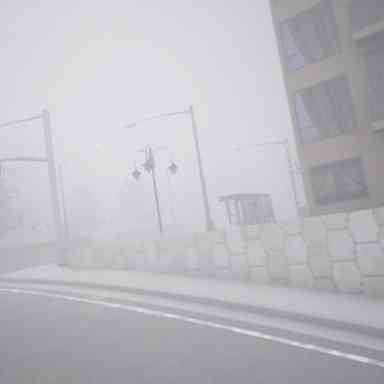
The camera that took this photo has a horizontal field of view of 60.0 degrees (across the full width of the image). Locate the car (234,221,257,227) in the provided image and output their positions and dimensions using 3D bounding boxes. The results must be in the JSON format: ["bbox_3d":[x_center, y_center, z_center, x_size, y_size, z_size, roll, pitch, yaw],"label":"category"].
[{"bbox_3d":[8.144,4.358,49.530,1.895,1.301,4.718,-13,-8,36],"label":"car"}]
